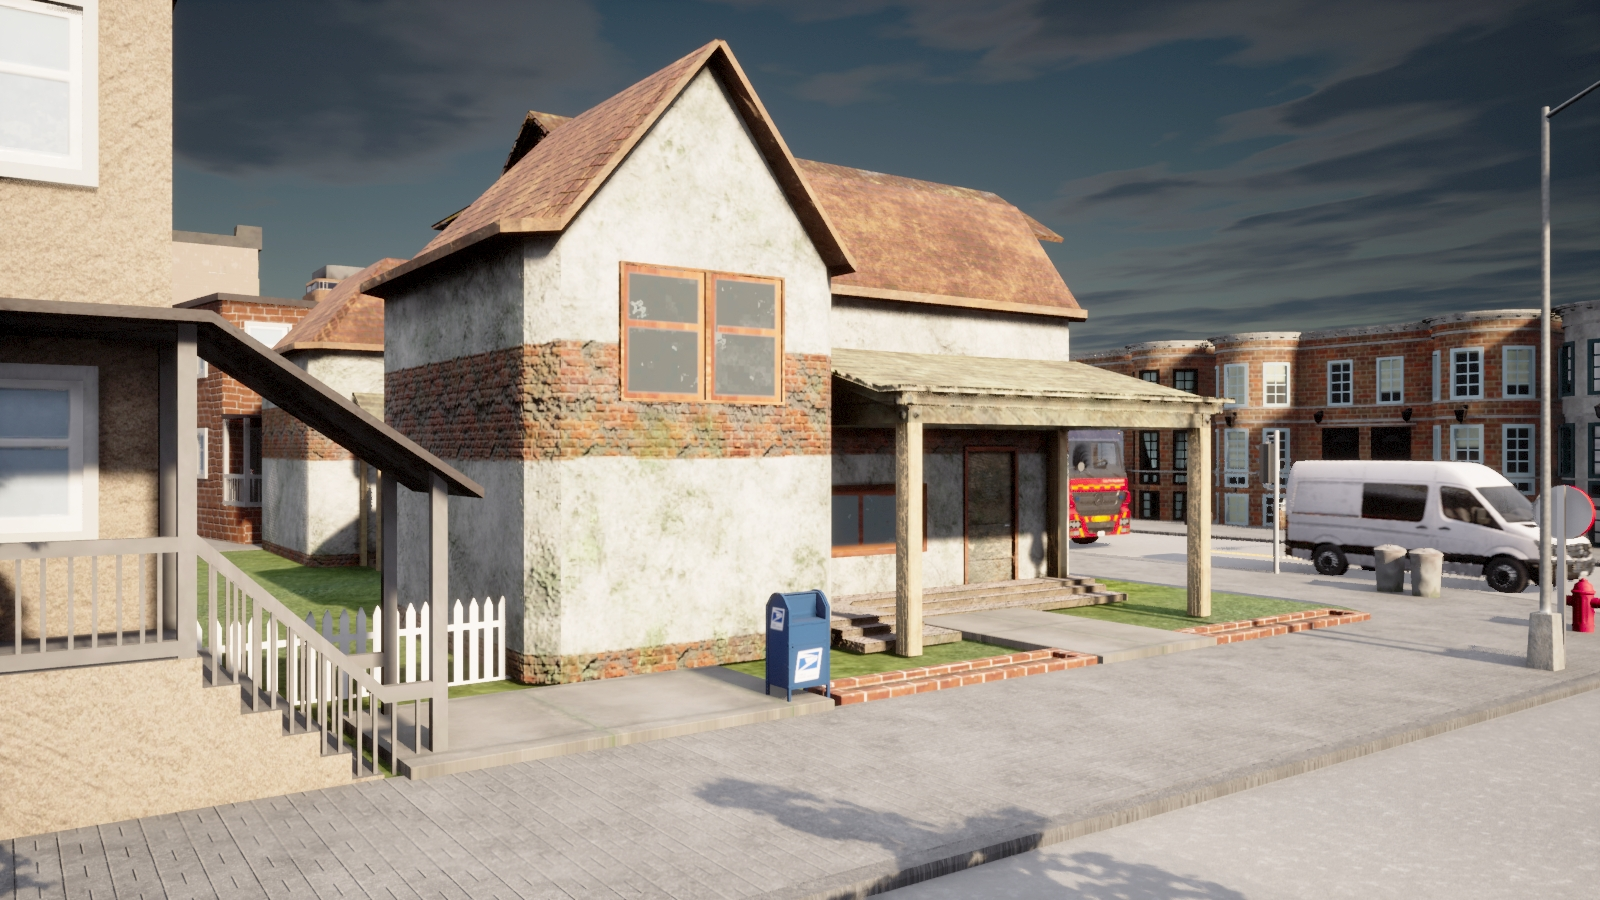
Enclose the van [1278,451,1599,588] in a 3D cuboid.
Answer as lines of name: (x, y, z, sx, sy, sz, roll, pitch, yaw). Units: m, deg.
van: (13.469, 1.305, 24.397, 1.988, 2.561, 5.915, 0, 0, -34)
